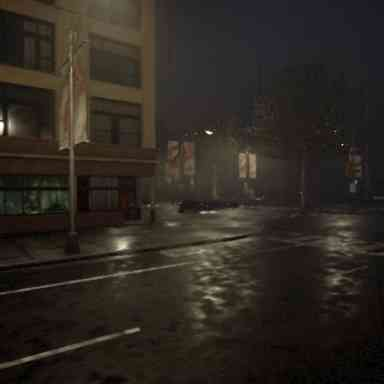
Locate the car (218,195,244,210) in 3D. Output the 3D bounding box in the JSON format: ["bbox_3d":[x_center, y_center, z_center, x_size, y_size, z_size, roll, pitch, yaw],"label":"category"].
[{"bbox_3d":[3.379,1.349,38.745,1.895,1.301,4.718,-1,0,-36],"label":"car"}]

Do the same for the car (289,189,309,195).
[{"bbox_3d":[22.593,0.725,72.094,2.002,1.452,4.674,-1,0,-36],"label":"car"}]

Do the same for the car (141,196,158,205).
[{"bbox_3d":[-7.245,1.323,53.735,1.994,1.385,4.181,-1,0,-36],"label":"car"}]

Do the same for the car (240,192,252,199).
[{"bbox_3d":[12.131,0.856,79.597,2.161,1.482,4.786,-1,0,-36],"label":"car"}]

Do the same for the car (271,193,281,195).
[{"bbox_3d":[21.795,0.793,86.028,1.895,1.301,4.718,-1,0,-36],"label":"car"}]

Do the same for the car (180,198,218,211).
[{"bbox_3d":[0.468,1.345,36.802,1.994,1.385,4.181,-1,1,-35],"label":"car"}]
